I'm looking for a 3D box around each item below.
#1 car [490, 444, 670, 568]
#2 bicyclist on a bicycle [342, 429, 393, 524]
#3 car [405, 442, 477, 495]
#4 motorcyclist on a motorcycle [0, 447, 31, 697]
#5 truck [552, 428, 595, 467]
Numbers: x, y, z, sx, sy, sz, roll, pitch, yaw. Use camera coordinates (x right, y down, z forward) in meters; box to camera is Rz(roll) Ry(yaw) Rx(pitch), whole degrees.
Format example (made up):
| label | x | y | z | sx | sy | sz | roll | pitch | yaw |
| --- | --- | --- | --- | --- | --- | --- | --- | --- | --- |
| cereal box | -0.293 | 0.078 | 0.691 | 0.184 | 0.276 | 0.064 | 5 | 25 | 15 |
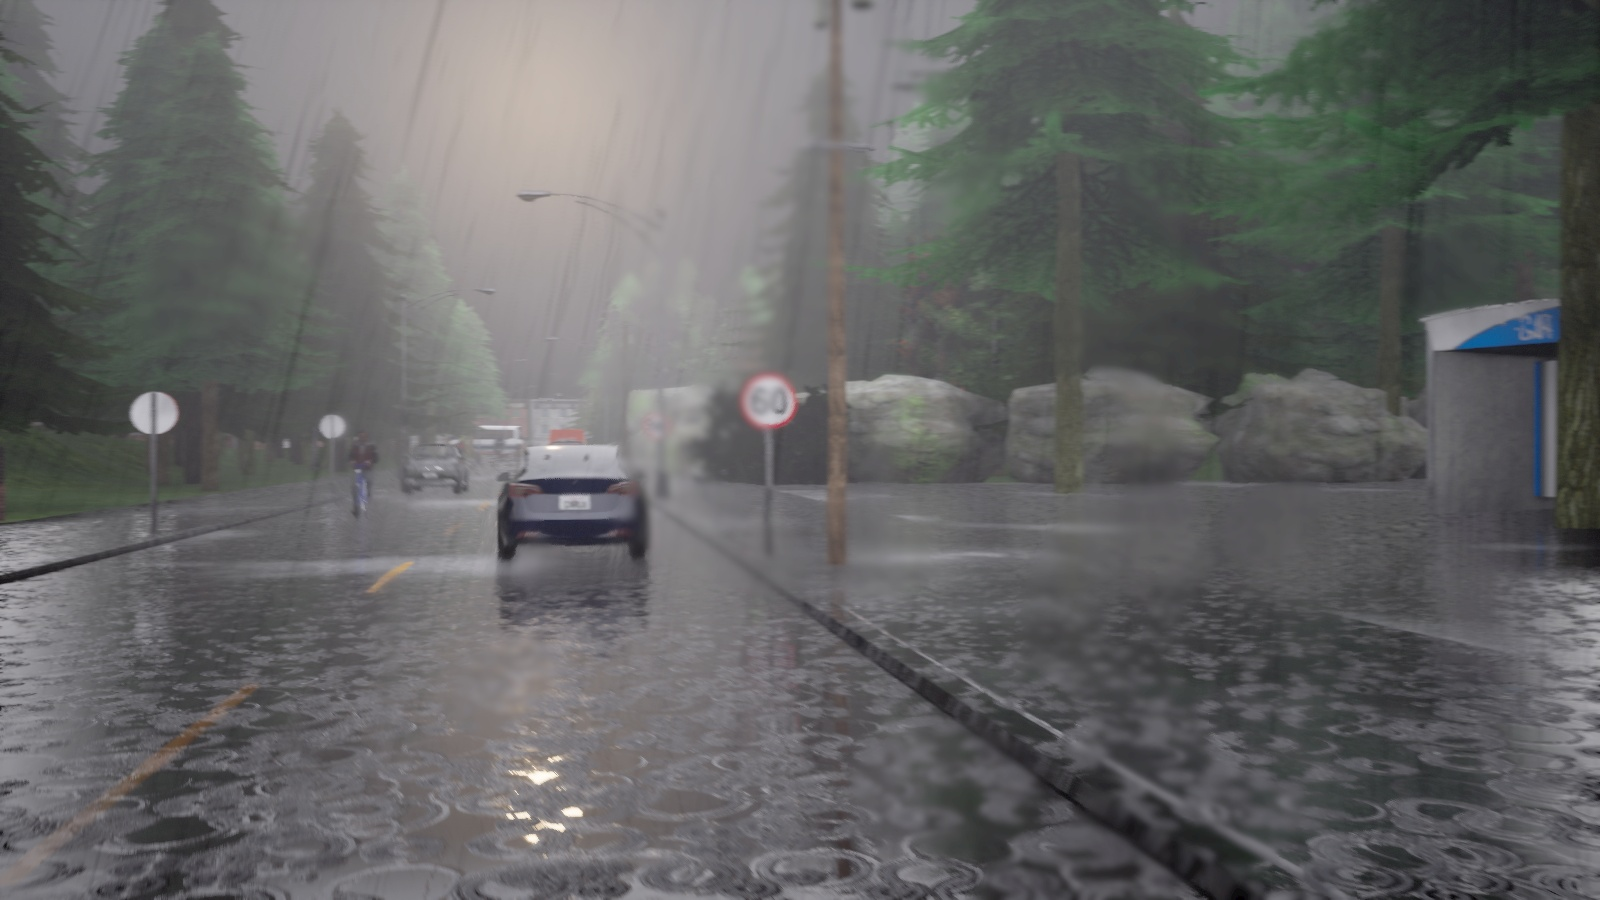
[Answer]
| label | x | y | z | sx | sy | sz | roll | pitch | yaw |
| --- | --- | --- | --- | --- | --- | --- | --- | --- | --- |
| car | -3.108 | 0.661 | 17.715 | 2.163 | 1.488 | 4.792 | 0 | 0 | -10 |
| bicyclist on a bicycle | -8.410 | 0.505 | 24.484 | 0.659 | 1.776 | 1.843 | 0 | 0 | -10 |
| car | -11.010 | 0.550 | 38.733 | 1.789 | 1.549 | 3.705 | 0 | 0 | -10 |
| motorcyclist on a motorcycle | -5.213 | 0.754 | 6.971 | 0.866 | 1.530 | 2.191 | 0 | 0 | -10 |
| truck | -14.802 | -0.138 | 82.079 | 2.627 | 2.467 | 5.204 | 0 | 0 | -10 |
